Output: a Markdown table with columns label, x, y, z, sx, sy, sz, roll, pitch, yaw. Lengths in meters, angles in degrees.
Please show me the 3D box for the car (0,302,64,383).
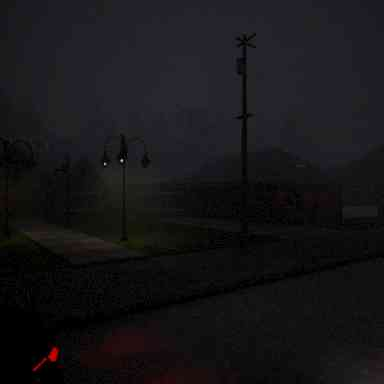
| label | x | y | z | sx | sy | sz | roll | pitch | yaw |
| --- | --- | --- | --- | --- | --- | --- | --- | --- | --- |
| car | -3.158 | 1.564 | 2.352 | 4.181 | 1.385 | 1.994 | 0 | 0 | -35 |
